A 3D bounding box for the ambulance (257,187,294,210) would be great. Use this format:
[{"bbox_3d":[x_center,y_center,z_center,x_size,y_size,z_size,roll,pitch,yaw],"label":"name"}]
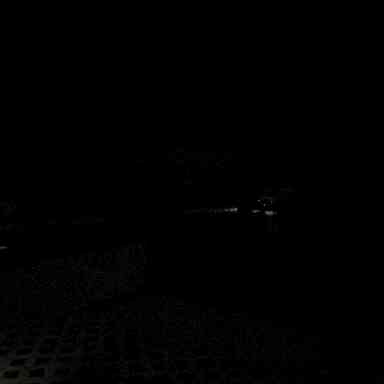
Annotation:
[{"bbox_3d":[9.604,0.682,38.075,2.351,2.431,6.366,3,2,35],"label":"ambulance"}]
